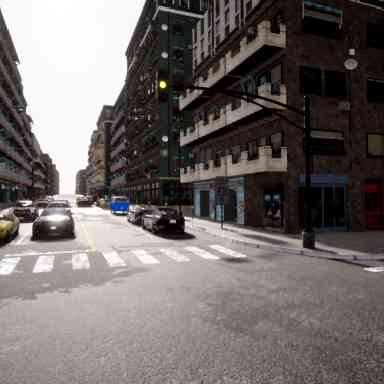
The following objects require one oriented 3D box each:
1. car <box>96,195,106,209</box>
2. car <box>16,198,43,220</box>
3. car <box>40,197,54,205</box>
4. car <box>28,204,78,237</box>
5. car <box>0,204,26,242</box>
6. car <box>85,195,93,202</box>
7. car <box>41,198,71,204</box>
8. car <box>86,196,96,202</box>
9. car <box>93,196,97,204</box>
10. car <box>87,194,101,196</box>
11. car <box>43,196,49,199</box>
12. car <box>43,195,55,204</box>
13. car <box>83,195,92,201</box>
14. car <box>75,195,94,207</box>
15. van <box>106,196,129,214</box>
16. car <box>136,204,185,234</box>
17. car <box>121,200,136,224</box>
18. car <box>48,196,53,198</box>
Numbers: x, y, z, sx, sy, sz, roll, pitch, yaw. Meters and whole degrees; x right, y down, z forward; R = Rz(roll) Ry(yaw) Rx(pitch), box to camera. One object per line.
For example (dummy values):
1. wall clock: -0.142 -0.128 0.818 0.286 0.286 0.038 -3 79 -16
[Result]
1. car: -11.728 1.558 45.878 1.752 1.417 4.829 1 0 -21
2. car: -13.543 1.457 26.925 1.967 1.590 4.097 1 0 -21
3. car: -25.477 1.593 58.607 2.008 1.369 4.403 1 0 -21
4. car: -7.504 1.575 18.198 1.994 1.385 4.181 0 0 -21
5. car: -9.507 1.535 16.204 1.752 1.417 4.829 1 0 -21
6. car: -25.650 1.590 82.843 1.752 1.417 4.829 1 0 -21
7. car: -10.573 1.495 26.356 1.882 1.535 5.008 0 0 -21
8. car: -23.601 1.611 77.402 2.008 1.369 4.403 1 0 -21
9. car: -13.658 1.618 50.999 1.802 1.307 4.206 1 0 -21
10. car: -17.631 1.361 61.562 2.192 1.841 5.009 1 0 -21
11. car: -21.499 1.578 48.046 1.887 1.381 4.507 1 0 -21
12. car: -27.464 1.487 63.889 1.967 1.590 4.097 1 0 -21
13. car: -27.579 1.621 87.963 2.008 1.369 4.403 1 0 -21
14. car: -16.930 1.601 52.298 1.994 1.385 4.181 0 0 -20
15. van: -7.688 1.365 35.159 1.690 1.788 3.998 1 0 -21
16. car: -1.726 1.579 19.316 1.947 1.339 4.313 1 0 -21
17. car: -3.714 1.567 24.597 2.008 1.369 4.403 1 0 -21
18. car: -14.205 1.502 36.076 1.882 1.535 5.008 0 0 -20
